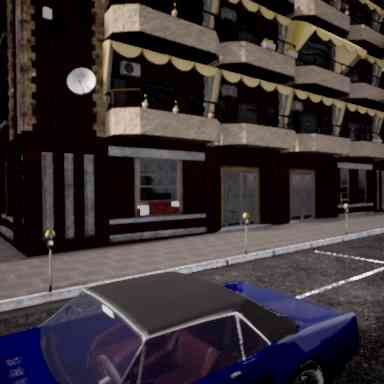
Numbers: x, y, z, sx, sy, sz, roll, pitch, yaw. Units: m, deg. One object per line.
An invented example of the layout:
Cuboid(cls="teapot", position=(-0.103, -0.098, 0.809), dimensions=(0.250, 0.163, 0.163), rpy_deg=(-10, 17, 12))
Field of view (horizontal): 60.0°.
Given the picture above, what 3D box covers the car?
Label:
Cuboid(cls="car", position=(-0.602, 1.570, 2.950), dimensions=(4.718, 1.301, 1.895), rpy_deg=(-2, 1, -36))
